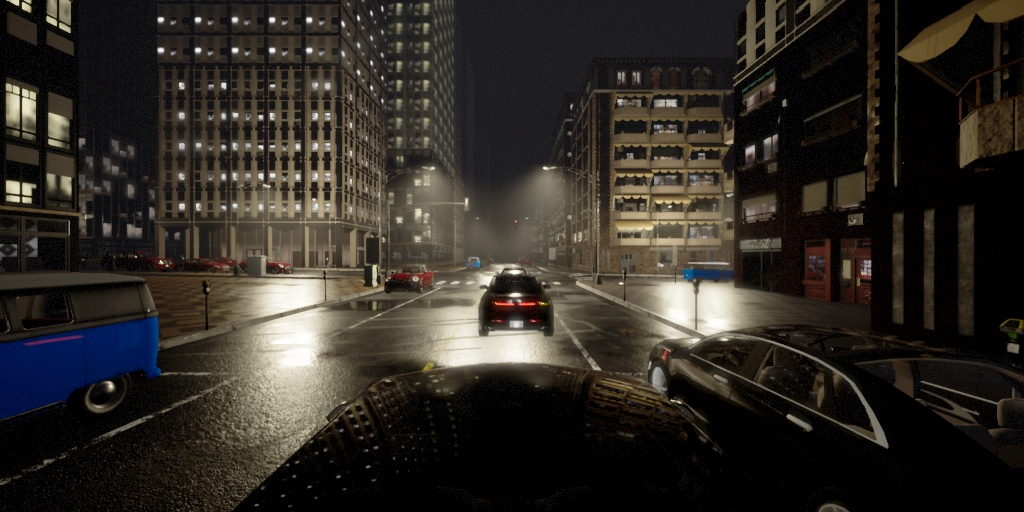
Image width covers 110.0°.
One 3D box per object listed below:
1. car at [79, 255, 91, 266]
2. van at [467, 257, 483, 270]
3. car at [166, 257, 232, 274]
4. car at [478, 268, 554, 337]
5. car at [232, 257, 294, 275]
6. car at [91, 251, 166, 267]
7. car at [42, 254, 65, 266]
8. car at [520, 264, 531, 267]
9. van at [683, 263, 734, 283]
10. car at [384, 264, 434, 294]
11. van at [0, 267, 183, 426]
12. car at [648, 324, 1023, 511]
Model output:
[{"bbox_3d":[-43.695,0.466,39.285,4.829,1.417,1.751,0,0,0],"label":"car"},{"bbox_3d":[-5.685,1.104,52.659,1.690,1.789,3.998,0,0,0],"label":"van"},{"bbox_3d":[-26.718,0.857,30.941,4.207,1.307,1.802,0,0,0],"label":"car"},{"bbox_3d":[0.103,1.255,10.322,1.837,1.490,4.892,0,0,0],"label":"car"},{"bbox_3d":[-21.143,0.822,30.953,4.097,1.591,1.967,0,0,0],"label":"car"},{"bbox_3d":[-32.292,0.482,30.929,5.009,1.841,2.192,0,0,0],"label":"car"},{"bbox_3d":[-49.101,0.399,39.273,4.313,1.339,1.948,0,0,0],"label":"car"},{"bbox_3d":[0.102,1.316,19.114,1.994,1.385,4.181,0,0,0],"label":"car"},{"bbox_3d":[16.916,1.456,30.900,3.998,1.789,1.690,0,0,0],"label":"van"},{"bbox_3d":[-5.687,1.191,20.185,1.967,1.591,4.097,0,0,0],"label":"car"},{"bbox_3d":[-5.688,1.091,3.239,1.690,1.789,3.998,0,0,0],"label":"van"},{"bbox_3d":[2.692,1.300,3.238,2.007,1.370,4.403,0,0,0],"label":"car"}]
